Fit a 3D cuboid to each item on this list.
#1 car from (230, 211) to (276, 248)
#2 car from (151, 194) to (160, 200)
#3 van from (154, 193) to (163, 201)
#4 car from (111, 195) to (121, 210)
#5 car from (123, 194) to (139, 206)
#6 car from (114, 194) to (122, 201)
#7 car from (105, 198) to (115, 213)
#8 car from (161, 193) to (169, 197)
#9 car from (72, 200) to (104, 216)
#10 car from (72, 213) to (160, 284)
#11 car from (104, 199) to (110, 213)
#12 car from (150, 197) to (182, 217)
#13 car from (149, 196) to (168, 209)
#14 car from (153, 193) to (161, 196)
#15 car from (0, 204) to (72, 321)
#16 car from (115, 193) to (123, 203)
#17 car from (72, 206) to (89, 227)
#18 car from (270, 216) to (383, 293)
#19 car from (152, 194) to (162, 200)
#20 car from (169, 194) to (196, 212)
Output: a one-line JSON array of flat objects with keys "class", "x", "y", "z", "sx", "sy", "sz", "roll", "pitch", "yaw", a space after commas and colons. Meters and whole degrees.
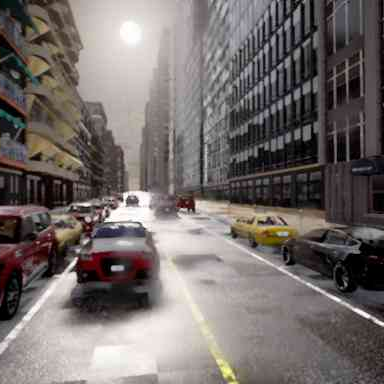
[{"class": "car", "x": 2.926, "y": 1.486, "z": 14.434, "sx": 1.752, "sy": 1.417, "sz": 4.829, "roll": 1, "pitch": 0, "yaw": -10}, {"class": "car", "x": -9.510, "y": 1.263, "z": 86.668, "sx": 1.947, "sy": 1.339, "sz": 4.313, "roll": 1, "pitch": 0, "yaw": -10}, {"class": "van", "x": -7.588, "y": 1.082, "z": 75.530, "sx": 1.690, "sy": 1.788, "sz": 3.998, "roll": 1, "pitch": 0, "yaw": -10}, {"class": "car", "x": -10.099, "y": 1.404, "z": 40.694, "sx": 1.887, "sy": 1.381, "sz": 4.507, "roll": 1, "pitch": 0, "yaw": -10}, {"class": "car", "x": -9.363, "y": 1.173, "z": 52.205, "sx": 2.097, "sy": 1.767, "sz": 4.553, "roll": 0, "pitch": 0, "yaw": -10}, {"class": "car", "x": -11.028, "y": 1.365, "z": 46.094, "sx": 1.752, "sy": 1.417, "sz": 4.829, "roll": 1, "pitch": 0, "yaw": -10}, {"class": "car", "x": -8.181, "y": 1.464, "z": 29.554, "sx": 1.947, "sy": 1.339, "sz": 4.313, "roll": 1, "pitch": 0, "yaw": -10}, {"class": "car", "x": -2.794, "y": 1.162, "z": 47.682, "sx": 2.192, "sy": 1.841, "sz": 5.009, "roll": 1, "pitch": 0, "yaw": -10}, {"class": "car", "x": -6.261, "y": 1.375, "z": 18.414, "sx": 1.967, "sy": 1.590, "sz": 4.097, "roll": 1, "pitch": 0, "yaw": -10}, {"class": "car", "x": -2.001, "y": 1.532, "z": 9.480, "sx": 1.994, "sy": 1.385, "sz": 4.181, "roll": 0, "pitch": 0, "yaw": -9}, {"class": "car", "x": -7.222, "y": 1.461, "z": 23.985, "sx": 1.887, "sy": 1.381, "sz": 4.507, "roll": 1, "pitch": 0, "yaw": -10}, {"class": "car", "x": -2.417, "y": 1.469, "z": 30.017, "sx": 1.994, "sy": 1.385, "sz": 4.181, "roll": 0, "pitch": 0, "yaw": -10}, {"class": "car", "x": -4.443, "y": 1.465, "z": 41.731, "sx": 1.895, "sy": 1.301, "sz": 4.718, "roll": 0, "pitch": 0, "yaw": -9}, {"class": "car", "x": -6.631, "y": 1.203, "z": 69.959, "sx": 1.967, "sy": 1.590, "sz": 4.097, "roll": 1, "pitch": 0, "yaw": -10}, {"class": "car", "x": -4.342, "y": 1.286, "z": 7.276, "sx": 2.192, "sy": 1.841, "sz": 5.009, "roll": 1, "pitch": 0, "yaw": -10}, {"class": "car", "x": -13.929, "y": 1.091, "z": 62.971, "sx": 2.192, "sy": 1.841, "sz": 5.009, "roll": 1, "pitch": 0, "yaw": -10}, {"class": "car", "x": -5.275, "y": 1.479, "z": 12.678, "sx": 1.752, "sy": 1.417, "sz": 4.829, "roll": 1, "pitch": 0, "yaw": -10}, {"class": "car", "x": 3.913, "y": 1.546, "z": 8.697, "sx": 1.947, "sy": 1.339, "sz": 4.313, "roll": 1, "pitch": 0, "yaw": -10}, {"class": "car", "x": -8.551, "y": 1.286, "z": 81.099, "sx": 1.947, "sy": 1.339, "sz": 4.313, "roll": 1, "pitch": 0, "yaw": -10}, {"class": "car", "x": -0.877, "y": 1.202, "z": 36.544, "sx": 2.192, "sy": 1.841, "sz": 5.009, "roll": 1, "pitch": 0, "yaw": -10}]
